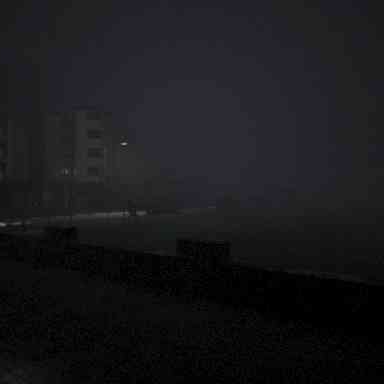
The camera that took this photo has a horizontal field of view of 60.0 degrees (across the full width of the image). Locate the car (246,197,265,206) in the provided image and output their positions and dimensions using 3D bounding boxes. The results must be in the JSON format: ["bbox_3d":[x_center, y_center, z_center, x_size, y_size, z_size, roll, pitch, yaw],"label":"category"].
[{"bbox_3d":[11.200,1.587,58.203,2.128,1.511,4.902,0,0,36],"label":"car"}]

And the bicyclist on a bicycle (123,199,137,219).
[{"bbox_3d":[-5.191,1.426,27.881,1.656,1.620,0.582,-1,0,36],"label":"bicyclist on a bicycle"}]

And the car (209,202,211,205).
[{"bbox_3d":[5.039,1.723,56.461,2.033,1.411,5.357,0,0,36],"label":"car"}]

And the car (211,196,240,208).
[{"bbox_3d":[5.407,1.446,50.018,2.097,1.767,4.553,0,0,36],"label":"car"}]

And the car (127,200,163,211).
[{"bbox_3d":[-5.762,1.710,41.516,1.895,1.301,4.718,0,0,36],"label":"car"}]
